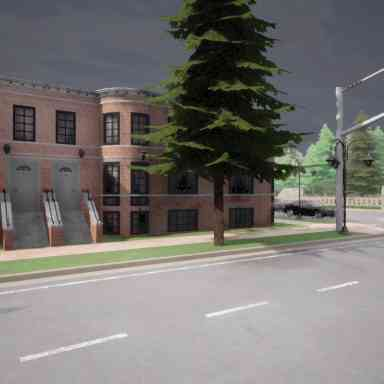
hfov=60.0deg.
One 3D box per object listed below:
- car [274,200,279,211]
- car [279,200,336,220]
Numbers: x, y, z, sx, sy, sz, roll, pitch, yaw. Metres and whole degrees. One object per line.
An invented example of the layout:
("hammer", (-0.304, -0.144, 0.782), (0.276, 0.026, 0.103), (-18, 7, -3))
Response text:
("car", (9.612, 1.547, 36.898), (2.033, 1.411, 5.357), (0, 0, -30))
("car", (10.250, 1.478, 28.800), (1.882, 1.535, 5.008), (0, 0, -30))
